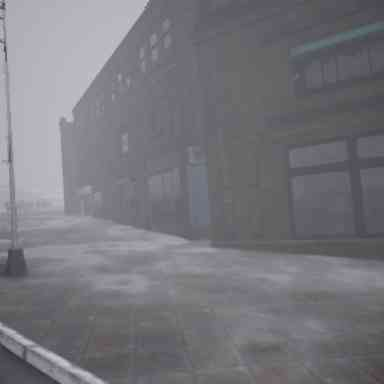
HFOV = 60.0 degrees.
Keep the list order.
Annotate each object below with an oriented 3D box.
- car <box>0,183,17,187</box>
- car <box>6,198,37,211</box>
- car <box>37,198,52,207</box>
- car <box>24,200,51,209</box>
[{"bbox_3d":[-45.985,-1.347,80.617,2.002,1.452,4.674,-6,-3,30],"label":"car"},{"bbox_3d":[-24.424,1.799,47.117,1.837,1.490,4.892,-4,0,0],"label":"car"},{"bbox_3d":[-24.184,1.768,52.840,1.837,1.490,4.892,-5,0,5],"label":"car"},{"bbox_3d":[-27.636,2.190,59.784,1.895,1.301,4.718,-5,-1,11],"label":"car"}]
